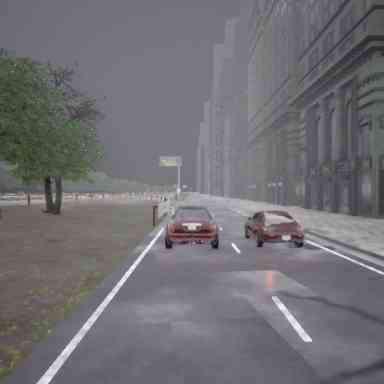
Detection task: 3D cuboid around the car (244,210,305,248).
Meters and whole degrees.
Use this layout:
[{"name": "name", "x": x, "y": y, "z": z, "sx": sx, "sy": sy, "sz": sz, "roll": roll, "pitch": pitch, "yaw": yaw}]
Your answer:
[{"name": "car", "x": 3.500, "y": 1.529, "z": 14.650, "sx": 1.812, "sy": 1.442, "sz": 4.674, "roll": 0, "pitch": 0, "yaw": 0}]

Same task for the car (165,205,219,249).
[{"name": "car", "x": 0.001, "y": 1.363, "z": 14.620, "sx": 2.097, "sy": 1.767, "sz": 4.553, "roll": 0, "pitch": 0, "yaw": 0}]
